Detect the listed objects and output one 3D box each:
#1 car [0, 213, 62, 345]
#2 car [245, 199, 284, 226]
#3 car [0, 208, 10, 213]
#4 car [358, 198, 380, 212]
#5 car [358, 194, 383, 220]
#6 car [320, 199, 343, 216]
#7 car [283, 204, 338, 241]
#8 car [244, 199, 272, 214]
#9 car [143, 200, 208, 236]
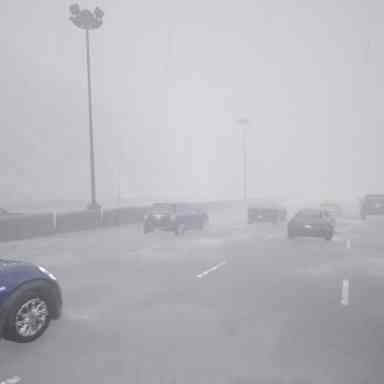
[{"bbox_3d":[-3.891,1.351,4.086,2.097,1.767,4.553,0,0,26],"label":"car"},{"bbox_3d":[5.387,1.430,23.402,1.882,1.535,5.008,0,0,26],"label":"car"},{"bbox_3d":[-12.310,1.582,19.359,1.895,1.301,4.718,0,0,26],"label":"car"},{"bbox_3d":[20.128,1.474,37.920,1.994,1.385,4.181,0,0,26],"label":"car"},{"bbox_3d":[14.896,1.156,27.032,2.150,2.045,5.566,0,0,26],"label":"car"},{"bbox_3d":[13.256,1.407,31.700,1.882,1.535,5.008,0,0,26],"label":"car"},{"bbox_3d":[6.106,1.527,16.816,1.994,1.385,4.181,0,0,26],"label":"car"},{"bbox_3d":[6.923,1.458,34.682,1.812,1.442,4.674,0,0,25],"label":"car"},{"bbox_3d":[-0.771,1.321,18.666,2.097,1.767,4.553,0,0,26],"label":"car"}]
